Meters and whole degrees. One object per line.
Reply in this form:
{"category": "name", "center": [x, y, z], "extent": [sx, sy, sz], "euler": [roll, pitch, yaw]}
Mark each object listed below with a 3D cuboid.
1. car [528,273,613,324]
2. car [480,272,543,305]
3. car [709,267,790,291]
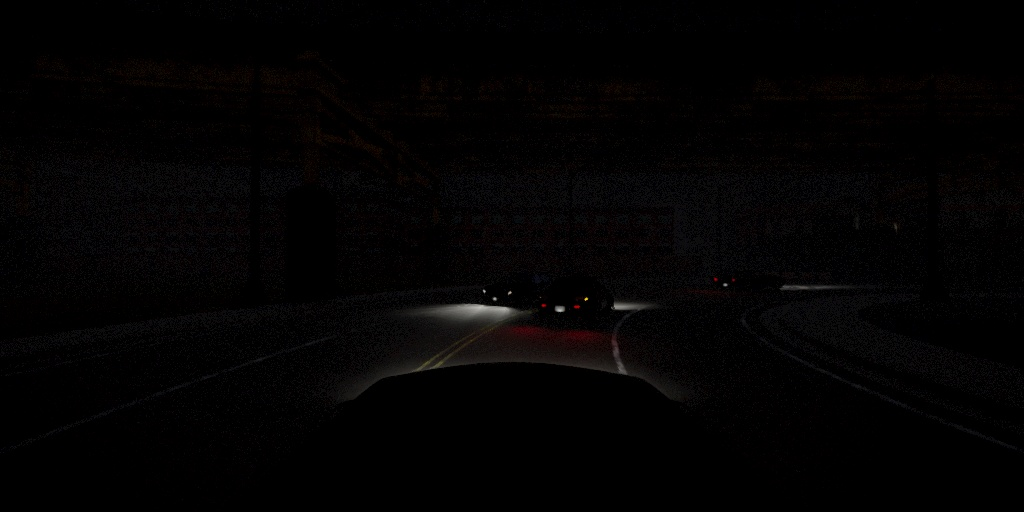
{"category": "car", "center": [2.336, 1.408, 12.674], "extent": [1.812, 1.442, 4.674], "euler": [0, -1, 24]}
{"category": "car", "center": [0.749, 1.489, 17.660], "extent": [2.033, 1.411, 5.357], "euler": [-1, -1, 34]}
{"category": "car", "center": [16.190, 1.630, 24.466], "extent": [4.718, 1.301, 1.895], "euler": [0, -1, -20]}
